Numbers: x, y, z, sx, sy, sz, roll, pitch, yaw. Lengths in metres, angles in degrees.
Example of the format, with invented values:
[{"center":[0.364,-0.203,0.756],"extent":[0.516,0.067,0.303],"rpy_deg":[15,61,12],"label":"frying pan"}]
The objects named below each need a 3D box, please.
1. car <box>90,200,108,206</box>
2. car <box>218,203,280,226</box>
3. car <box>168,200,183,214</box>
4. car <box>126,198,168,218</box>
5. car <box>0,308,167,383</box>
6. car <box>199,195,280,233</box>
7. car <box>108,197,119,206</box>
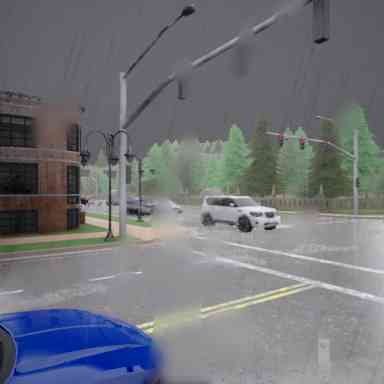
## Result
[{"center":[-13.106,1.179,42.891],"extent":[2.128,1.511,4.902],"rpy_deg":[0,0,-35],"label":"car"},{"center":[4.098,1.564,24.439],"extent":[1.994,1.385,4.181],"rpy_deg":[0,0,-38],"label":"car"},{"center":[-2.758,1.526,34.070],"extent":[1.812,1.442,4.674],"rpy_deg":[0,0,-34],"label":"car"},{"center":[-4.351,1.564,30.208],"extent":[1.994,1.385,4.181],"rpy_deg":[0,0,-36],"label":"car"},{"center":[-2.481,1.478,1.971],"extent":[5.008,1.535,1.882],"rpy_deg":[0,0,-36],"label":"car"},{"center":[2.693,1.223,20.146],"extent":[2.150,2.045,5.566],"rpy_deg":[0,0,-35],"label":"car"},{"center":[-12.617,1.564,54.574],"extent":[1.994,1.385,4.181],"rpy_deg":[0,0,-35],"label":"car"}]
